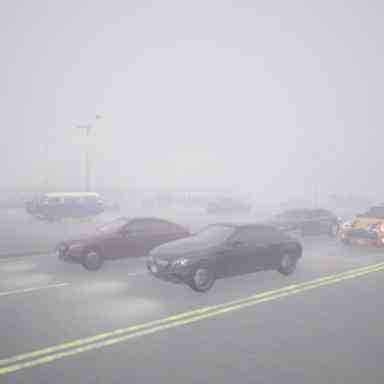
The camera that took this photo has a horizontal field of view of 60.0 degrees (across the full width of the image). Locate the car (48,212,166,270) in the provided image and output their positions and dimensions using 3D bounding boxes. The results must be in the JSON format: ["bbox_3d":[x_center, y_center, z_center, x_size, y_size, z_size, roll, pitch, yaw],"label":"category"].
[{"bbox_3d":[-2.041,1.529,11.120,4.674,1.442,1.812,0,0,-35],"label":"car"}]

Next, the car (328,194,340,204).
[{"bbox_3d":[21.451,1.195,48.571,3.866,1.878,1.905,0,0,-35],"label":"car"}]

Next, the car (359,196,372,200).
[{"bbox_3d":[13.531,1.372,22.213,4.553,1.767,2.097,0,0,-35],"label":"car"}]

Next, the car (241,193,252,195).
[{"bbox_3d":[10.084,1.195,64.567,3.866,1.878,1.905,0,0,-35],"label":"car"}]

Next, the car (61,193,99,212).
[{"bbox_3d":[-13.292,1.164,41.197,4.605,1.855,1.932,0,0,-35],"label":"car"}]

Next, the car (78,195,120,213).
[{"bbox_3d":[-10.029,1.406,36.673,3.806,1.475,1.970,0,0,-35],"label":"car"}]

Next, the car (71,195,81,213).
[{"bbox_3d":[-11.701,1.374,39.036,3.905,1.438,1.784,0,0,-35],"label":"car"}]

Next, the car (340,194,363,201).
[{"bbox_3d":[23.078,1.192,46.177,4.605,1.855,1.932,0,0,-35],"label":"car"}]

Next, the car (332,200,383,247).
[{"bbox_3d":[8.395,1.364,14.260,4.553,1.767,2.097,0,0,-35],"label":"car"}]

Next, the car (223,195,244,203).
[{"bbox_3d":[8.420,1.435,66.937,3.806,1.475,1.970,0,0,-35],"label":"car"}]

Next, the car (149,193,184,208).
[{"bbox_3d":[-4.205,1.177,54.429,4.605,1.855,1.932,0,0,-35],"label":"car"}]

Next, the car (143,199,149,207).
[{"bbox_3d":[-5.826,1.388,56.830,3.905,1.438,1.784,0,0,-35],"label":"car"}]

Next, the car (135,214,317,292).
[{"bbox_3d":[1.065,1.530,9.030,4.674,1.442,1.812,0,0,-34],"label":"car"}]

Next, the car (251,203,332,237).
[{"bbox_3d":[5.446,1.516,16.457,4.892,1.490,1.837,0,0,-35],"label":"car"}]

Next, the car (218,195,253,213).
[{"bbox_3d":[5.630,1.419,40.688,3.806,1.475,1.970,0,0,-35],"label":"car"}]
